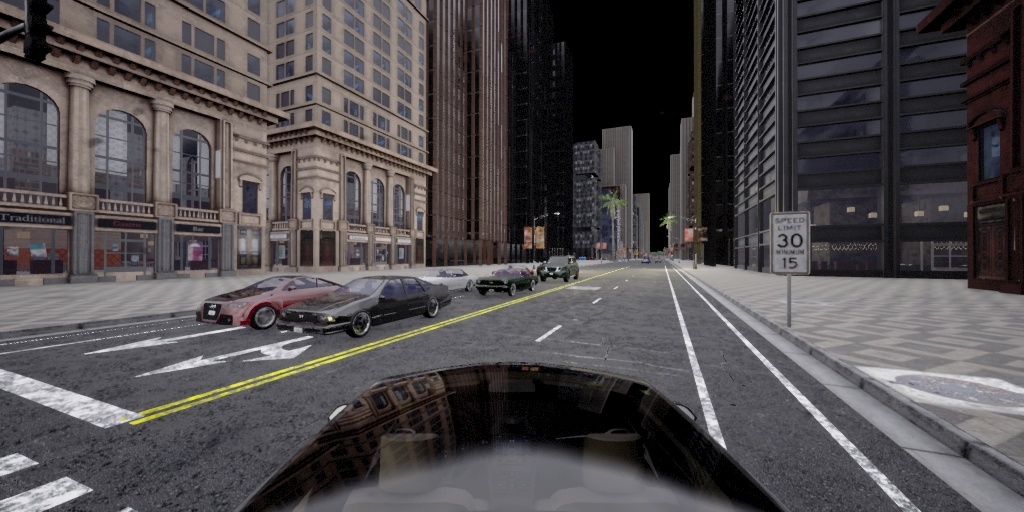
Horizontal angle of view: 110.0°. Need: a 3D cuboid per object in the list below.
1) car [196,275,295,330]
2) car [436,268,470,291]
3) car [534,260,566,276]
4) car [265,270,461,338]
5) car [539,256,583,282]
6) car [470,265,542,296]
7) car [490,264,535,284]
[{"bbox_3d":[-7.121,1.315,11.264,1.994,1.385,4.181,0,0,23],"label":"car"},{"bbox_3d":[-3.736,1.357,19.345,1.895,1.301,4.718,0,0,23],"label":"car"},{"bbox_3d":[4.101,1.251,37.927,1.882,1.535,5.008,0,0,23],"label":"car"},{"bbox_3d":[-3.861,1.299,10.644,2.033,1.411,5.357,0,0,23],"label":"car"},{"bbox_3d":[3.990,0.987,29.349,2.150,2.045,5.566,0,0,23],"label":"car"},{"bbox_3d":[-0.151,1.358,19.486,1.895,1.301,4.718,0,0,23],"label":"car"},{"bbox_3d":[0.118,1.364,28.530,1.895,1.301,4.718,0,0,23],"label":"car"}]
